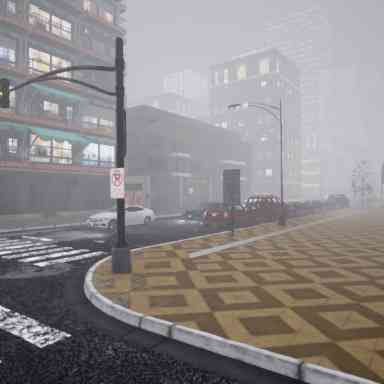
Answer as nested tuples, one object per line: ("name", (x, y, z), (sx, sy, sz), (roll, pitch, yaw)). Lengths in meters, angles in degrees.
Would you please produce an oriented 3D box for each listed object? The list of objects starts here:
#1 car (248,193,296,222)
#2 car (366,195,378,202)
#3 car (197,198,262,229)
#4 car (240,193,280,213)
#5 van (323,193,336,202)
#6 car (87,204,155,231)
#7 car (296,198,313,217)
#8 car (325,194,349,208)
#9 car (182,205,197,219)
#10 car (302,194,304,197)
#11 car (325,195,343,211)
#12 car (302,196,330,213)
("car", (5.758, 1.215, 25.266), (2.192, 1.841, 5.009), (-1, 0, 36))
("car", (35.561, 1.333, 65.833), (1.887, 1.381, 4.507), (-1, 0, 36))
("car", (2.448, 1.352, 20.758), (1.967, 1.590, 4.097), (-1, 0, 36))
("car", (7.649, 1.167, 36.976), (2.150, 2.045, 5.566), (-1, 0, 36))
("van", (29.209, 1.229, 70.499), (1.690, 1.788, 3.998), (-1, 0, 36))
("car", (-4.294, 1.515, 20.727), (1.812, 1.442, 4.674), (-1, 0, 36))
("car", (9.072, 1.470, 29.772), (1.802, 1.307, 4.206), (-1, 0, 36))
("car", (19.003, 1.167, 43.296), (2.192, 1.841, 5.009), (-1, 0, 36))
("car", (1.405, 1.516, 28.480), (2.033, 1.411, 5.357), (-1, 0, 36))
("car", (22.488, 1.439, 61.346), (1.752, 1.417, 4.829), (-1, 0, 36))
("car", (15.694, 1.415, 38.788), (2.008, 1.369, 4.403), (-1, 0, 36))
("car", (12.383, 1.421, 34.280), (1.887, 1.381, 4.507), (-1, 0, 36))
